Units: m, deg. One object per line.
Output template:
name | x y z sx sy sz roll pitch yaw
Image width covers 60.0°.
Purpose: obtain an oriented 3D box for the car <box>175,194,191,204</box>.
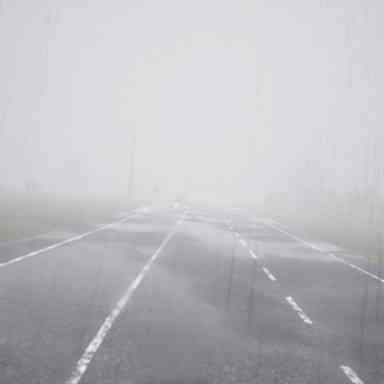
car | -1.655 1.181 54.453 1.837 1.490 4.892 5 1 2
